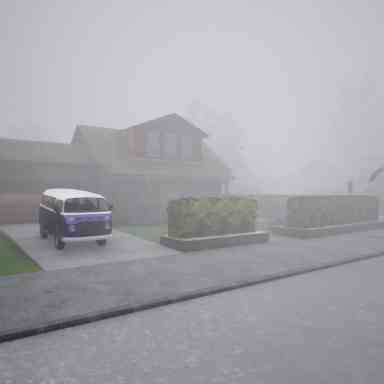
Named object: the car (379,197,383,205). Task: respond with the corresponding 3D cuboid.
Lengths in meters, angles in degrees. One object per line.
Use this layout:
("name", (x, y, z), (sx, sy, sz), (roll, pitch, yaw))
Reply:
("car", (24.676, 0.985, 41.440), (3.866, 1.878, 1.905), (0, 0, 0))
